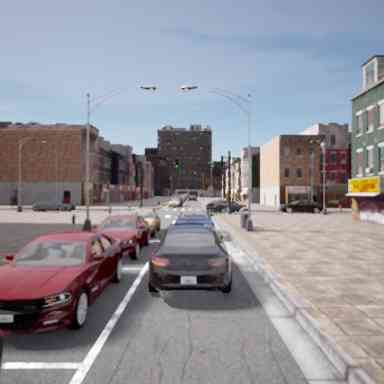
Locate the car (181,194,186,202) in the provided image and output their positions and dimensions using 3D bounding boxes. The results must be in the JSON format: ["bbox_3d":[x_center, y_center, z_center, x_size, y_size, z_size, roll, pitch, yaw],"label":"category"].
[{"bbox_3d":[-2.577,1.347,55.328,2.192,1.841,5.009,0,0,0],"label":"car"}]

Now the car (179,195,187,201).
[{"bbox_3d":[-2.538,1.563,93.437,1.967,1.590,4.097,0,0,0],"label":"car"}]

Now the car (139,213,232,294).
[{"bbox_3d":[-0.026,1.520,8.667,1.812,1.442,4.674,0,0,1],"label":"car"}]

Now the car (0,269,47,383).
[{"bbox_3d":[-2.632,1.549,1.445,2.008,1.369,4.403,0,0,0],"label":"car"}]

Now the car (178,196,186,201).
[{"bbox_3d":[-2.544,1.654,87.993,1.887,1.381,4.507,0,0,0],"label":"car"}]

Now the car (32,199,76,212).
[{"bbox_3d":[-14.501,1.464,35.030,4.181,1.385,1.994,0,0,0],"label":"car"}]

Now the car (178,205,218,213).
[{"bbox_3d":[0.115,1.594,17.547,1.895,1.301,4.718,0,0,0],"label":"car"}]

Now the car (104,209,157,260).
[{"bbox_3d":[-2.621,1.538,12.434,1.887,1.381,4.507,0,0,0],"label":"car"}]

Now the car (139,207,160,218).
[{"bbox_3d":[-2.616,1.519,17.757,1.752,1.417,4.829,0,0,0],"label":"car"}]

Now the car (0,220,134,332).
[{"bbox_3d":[-2.626,1.540,6.939,1.887,1.381,4.507,0,0,0],"label":"car"}]

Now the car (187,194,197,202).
[{"bbox_3d":[0.083,1.445,80.413,2.097,1.767,4.553,0,0,0],"label":"car"}]

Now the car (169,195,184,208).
[{"bbox_3d":[-2.583,1.548,49.715,1.752,1.417,4.829,0,0,0],"label":"car"}]

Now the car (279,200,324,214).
[{"bbox_3d":[12.491,1.640,38.089,5.008,1.535,1.882,1,0,0],"label":"car"}]

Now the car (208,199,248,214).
[{"bbox_3d":[3.726,1.543,34.382,4.892,1.490,1.837,0,-4,-37],"label":"car"}]
